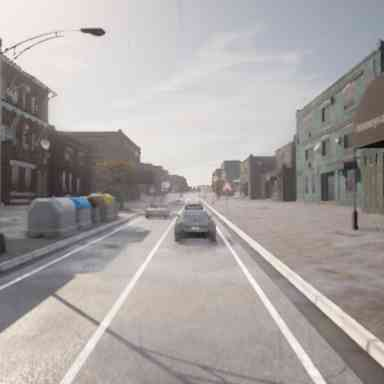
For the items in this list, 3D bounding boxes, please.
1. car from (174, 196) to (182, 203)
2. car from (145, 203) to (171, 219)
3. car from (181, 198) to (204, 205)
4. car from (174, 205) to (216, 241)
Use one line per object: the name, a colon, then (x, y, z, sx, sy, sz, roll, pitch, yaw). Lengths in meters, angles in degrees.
car: (-2.764, 1.644, 70.213, 1.812, 1.442, 4.674, 0, 0, 0)
car: (-2.996, 1.667, 29.591, 1.895, 1.301, 4.718, 0, 0, 1)
car: (0.214, 1.576, 34.268, 2.128, 1.511, 4.902, 0, 0, 0)
car: (0.155, 1.584, 16.725, 1.994, 1.385, 4.181, 0, 0, 0)
